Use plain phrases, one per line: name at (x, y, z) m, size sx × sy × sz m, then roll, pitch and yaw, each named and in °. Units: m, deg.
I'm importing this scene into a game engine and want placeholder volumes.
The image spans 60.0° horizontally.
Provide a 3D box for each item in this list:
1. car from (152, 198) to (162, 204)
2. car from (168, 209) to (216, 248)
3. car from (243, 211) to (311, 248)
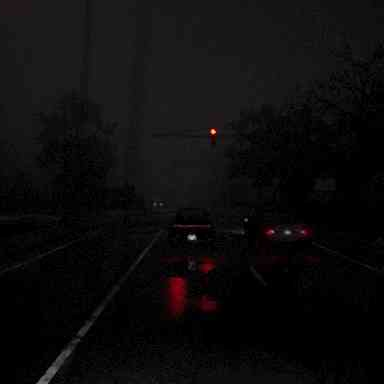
car at (-8.295, 2.052, 79.180) m, size 1.812 × 1.442 × 4.674 m, roll 0°, pitch -1°, yaw -16°
car at (0.000, 1.472, 14.651) m, size 2.128 × 1.511 × 4.902 m, roll 0°, pitch 0°, yaw 0°
car at (3.500, 1.540, 14.651) m, size 2.033 × 1.411 × 5.357 m, roll 0°, pitch 0°, yaw 0°
